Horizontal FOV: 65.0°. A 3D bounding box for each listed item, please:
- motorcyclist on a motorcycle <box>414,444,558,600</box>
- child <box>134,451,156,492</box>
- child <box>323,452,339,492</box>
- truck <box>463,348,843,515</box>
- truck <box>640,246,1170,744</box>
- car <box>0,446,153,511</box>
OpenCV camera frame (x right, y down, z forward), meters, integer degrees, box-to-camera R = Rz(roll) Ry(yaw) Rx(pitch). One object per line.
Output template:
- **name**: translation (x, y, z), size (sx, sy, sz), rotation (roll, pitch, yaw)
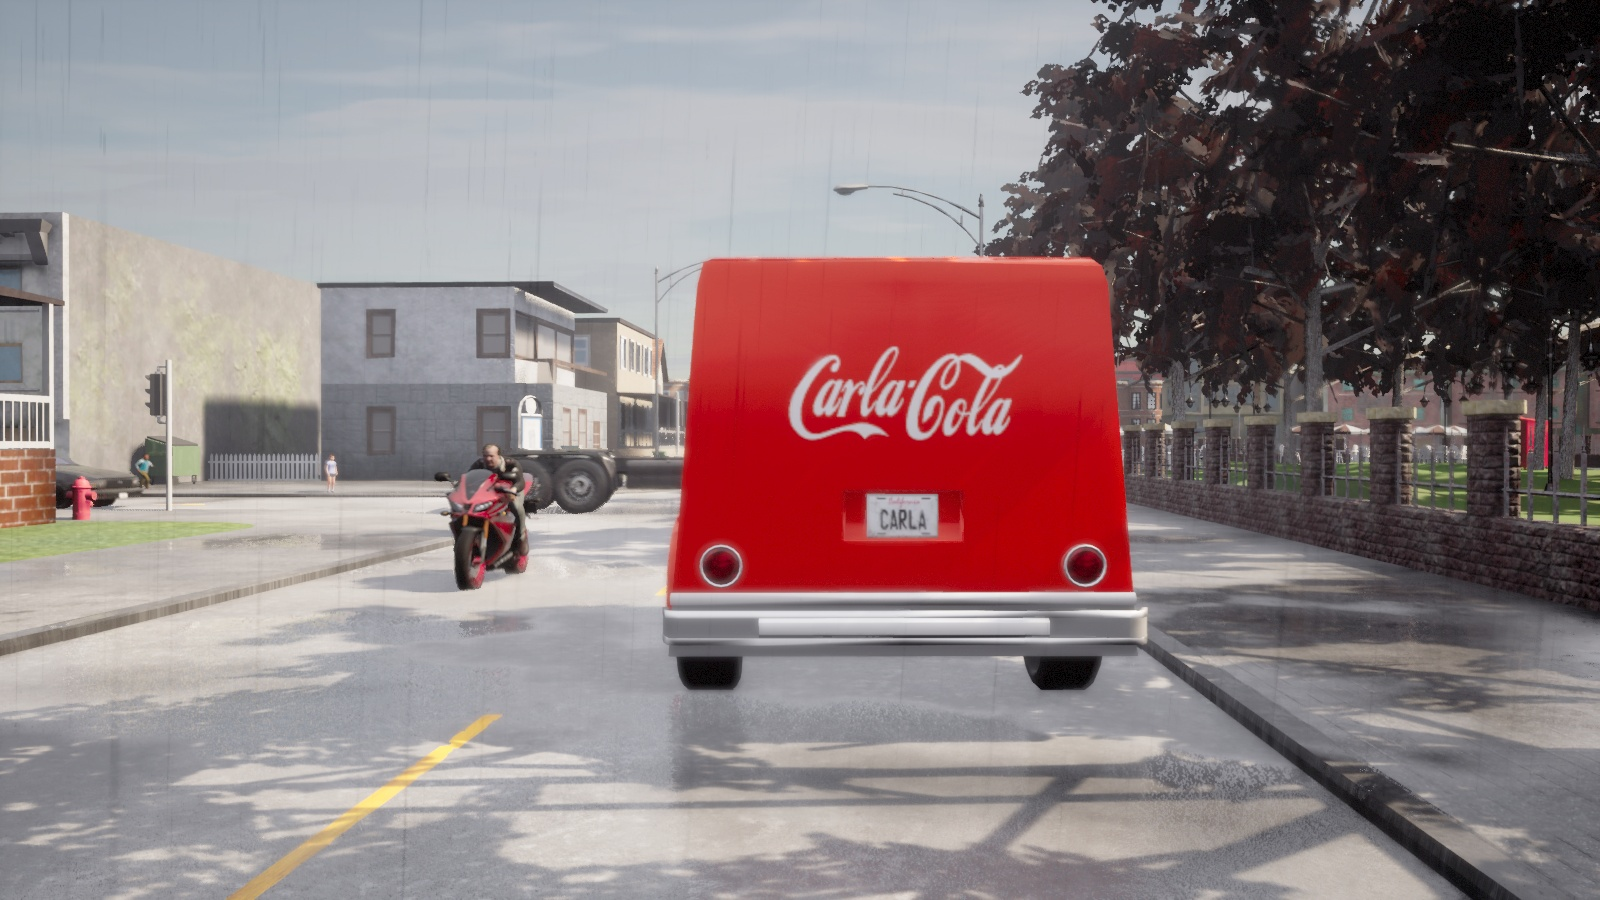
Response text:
- **motorcyclist on a motorcycle**: translation (-3.306, 0.703, 13.453), size (0.866, 1.530, 2.191), rotation (0, 0, 4)
- **child**: translation (-19.139, 0.614, 36.670), size (0.448, 1.192, 0.343), rotation (0, 0, 11)
- **child**: translation (-13.211, 0.626, 35.382), size (0.394, 1.110, 0.255), rotation (0, 0, 36)
- **truck**: translation (-3.162, -0.395, 27.827), size (7.936, 3.462, 2.891), rotation (0, 1, -5)
- **truck**: translation (0.519, 0.210, 8.828), size (2.627, 2.467, 5.204), rotation (0, 0, 0)
- **car**: translation (-17.980, 0.617, 28.737), size (5.357, 1.411, 2.033), rotation (0, 0, 3)
